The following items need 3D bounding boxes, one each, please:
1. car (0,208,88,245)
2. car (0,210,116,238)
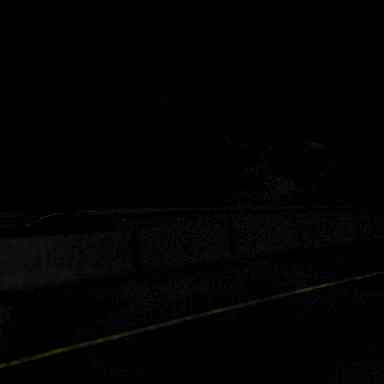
[{"bbox_3d":[-7.307,1.543,15.766,4.181,1.385,1.994,0,0,-34],"label":"car"},{"bbox_3d":[-5.398,1.476,12.841,4.902,1.511,2.128,0,0,-34],"label":"car"}]
